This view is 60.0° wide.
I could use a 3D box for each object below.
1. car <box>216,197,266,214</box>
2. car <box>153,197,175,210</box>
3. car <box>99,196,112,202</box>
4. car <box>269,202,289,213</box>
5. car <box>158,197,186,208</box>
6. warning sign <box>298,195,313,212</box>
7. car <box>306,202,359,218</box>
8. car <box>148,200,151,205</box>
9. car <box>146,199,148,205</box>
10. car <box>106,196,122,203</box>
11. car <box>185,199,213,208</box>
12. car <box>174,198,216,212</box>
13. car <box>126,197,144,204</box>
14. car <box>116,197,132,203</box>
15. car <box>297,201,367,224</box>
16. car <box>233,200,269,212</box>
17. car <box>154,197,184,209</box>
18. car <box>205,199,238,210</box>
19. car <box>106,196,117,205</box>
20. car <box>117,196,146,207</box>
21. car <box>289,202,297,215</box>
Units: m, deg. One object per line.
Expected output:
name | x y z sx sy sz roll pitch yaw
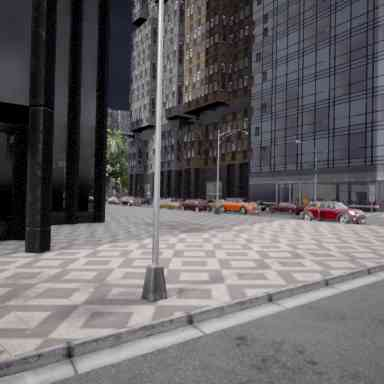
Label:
car | 5.073 1.361 34.581 2.097 1.767 4.553 2 -1 -35
car | -2.713 1.470 40.922 1.752 1.417 4.829 2 -1 -35
car | -21.316 1.757 81.760 1.802 1.307 4.206 2 -1 -35
car | 10.497 1.745 37.055 1.802 1.307 4.206 2 -1 -35
car | -3.210 1.594 51.630 2.128 1.511 4.902 2 -1 -35
warning sign | 12.855 1.339 37.739 1.300 1.860 1.060 2 -1 -35
car | 13.678 1.726 32.585 1.947 1.339 4.313 2 -1 -35
car | -5.409 1.727 59.408 2.008 1.369 4.403 2 -1 -35
car | -9.296 1.705 60.105 1.895 1.301 4.718 2 -1 -35
car | -18.232 1.701 77.429 1.752 1.417 4.829 2 -1 -35
car | 0.954 1.724 50.467 2.008 1.369 4.403 2 -1 -35
car | 0.370 1.486 36.589 1.887 1.381 4.507 2 -1 -35
car | -11.772 1.742 68.349 1.947 1.339 4.313 2 -1 -35
car | -14.953 1.742 72.819 1.947 1.339 4.313 2 -1 -35
car | 9.900 1.371 23.203 1.967 1.590 4.097 2 -1 -36
car | 7.316 1.732 41.526 1.947 1.339 4.313 2 -1 -35
car | -3.312 1.524 46.400 1.837 1.490 4.892 2 -1 -35
car | 4.037 1.695 46.136 1.752 1.417 4.829 2 -1 -35
car | -12.358 1.533 54.473 1.802 1.307 4.206 2 -1 -35
car | -9.173 1.390 50.004 1.967 1.590 4.097 2 -1 -35
car | 10.698 1.481 26.672 1.882 1.535 5.008 2 -1 -36
